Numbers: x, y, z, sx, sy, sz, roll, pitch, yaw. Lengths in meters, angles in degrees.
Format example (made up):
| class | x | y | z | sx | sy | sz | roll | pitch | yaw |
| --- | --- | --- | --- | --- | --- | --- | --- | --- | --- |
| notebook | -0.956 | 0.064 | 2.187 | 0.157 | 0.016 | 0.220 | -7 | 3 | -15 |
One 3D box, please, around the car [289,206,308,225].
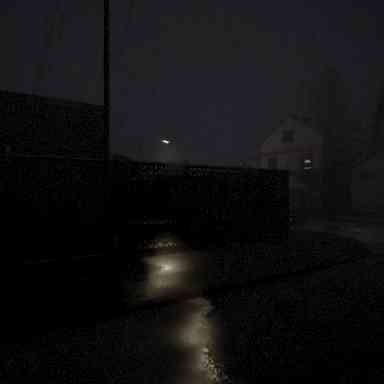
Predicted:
| class | x | y | z | sx | sy | sz | roll | pitch | yaw |
| --- | --- | --- | --- | --- | --- | --- | --- | --- | --- |
| car | 5.722 | 1.345 | 23.198 | 2.097 | 1.767 | 4.553 | 0 | 0 | -35 |
